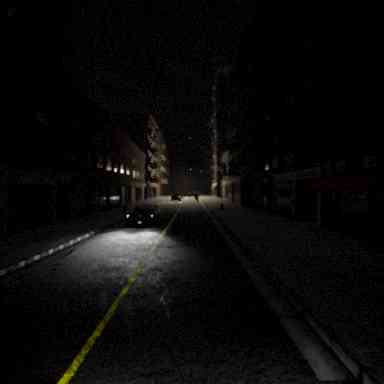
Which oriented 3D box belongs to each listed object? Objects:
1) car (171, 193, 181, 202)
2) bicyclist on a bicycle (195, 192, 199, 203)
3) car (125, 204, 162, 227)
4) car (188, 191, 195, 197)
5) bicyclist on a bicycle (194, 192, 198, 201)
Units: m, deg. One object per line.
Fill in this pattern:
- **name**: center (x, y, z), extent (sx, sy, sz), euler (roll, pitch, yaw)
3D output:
- **car**: center (-3.022, 1.060, 63.300), extent (1.837, 1.490, 4.892), euler (0, 1, 1)
- **bicyclist on a bicycle**: center (0.829, 1.068, 57.149), extent (0.582, 1.620, 1.656), euler (0, 0, 0)
- **car**: center (-3.099, 1.489, 21.956), extent (1.895, 1.301, 4.718), euler (0, 0, 0)
- **car**: center (0.006, 0.651, 85.953), extent (1.812, 1.442, 4.674), euler (0, 1, 0)
- **bicyclist on a bicycle**: center (0.828, 0.898, 66.143), extent (0.659, 1.776, 1.843), euler (0, 1, 0)
